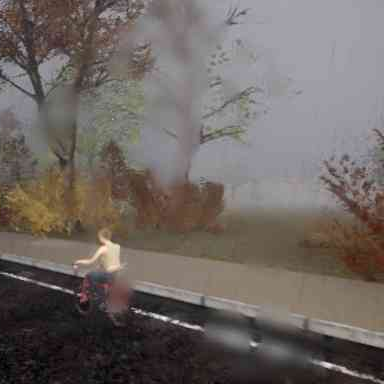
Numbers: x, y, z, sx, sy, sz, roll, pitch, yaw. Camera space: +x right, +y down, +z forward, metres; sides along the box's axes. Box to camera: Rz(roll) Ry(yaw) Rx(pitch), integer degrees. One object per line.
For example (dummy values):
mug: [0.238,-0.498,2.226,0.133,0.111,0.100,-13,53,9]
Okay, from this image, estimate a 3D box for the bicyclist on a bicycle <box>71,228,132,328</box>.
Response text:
bicyclist on a bicycle: [-1.577,1.431,5.776,1.509,1.612,0.866,0,0,35]
